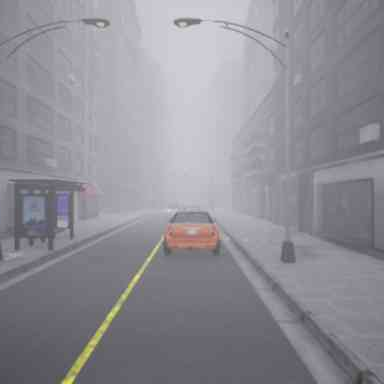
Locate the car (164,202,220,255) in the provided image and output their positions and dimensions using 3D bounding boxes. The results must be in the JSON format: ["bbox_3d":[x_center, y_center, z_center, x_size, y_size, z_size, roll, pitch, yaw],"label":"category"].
[{"bbox_3d":[-0.002,1.488,14.085,2.097,1.767,4.553,0,-1,0],"label":"car"}]

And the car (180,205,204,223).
[{"bbox_3d":[-0.008,1.888,29.115,1.895,1.301,4.718,0,-1,0],"label":"car"}]
